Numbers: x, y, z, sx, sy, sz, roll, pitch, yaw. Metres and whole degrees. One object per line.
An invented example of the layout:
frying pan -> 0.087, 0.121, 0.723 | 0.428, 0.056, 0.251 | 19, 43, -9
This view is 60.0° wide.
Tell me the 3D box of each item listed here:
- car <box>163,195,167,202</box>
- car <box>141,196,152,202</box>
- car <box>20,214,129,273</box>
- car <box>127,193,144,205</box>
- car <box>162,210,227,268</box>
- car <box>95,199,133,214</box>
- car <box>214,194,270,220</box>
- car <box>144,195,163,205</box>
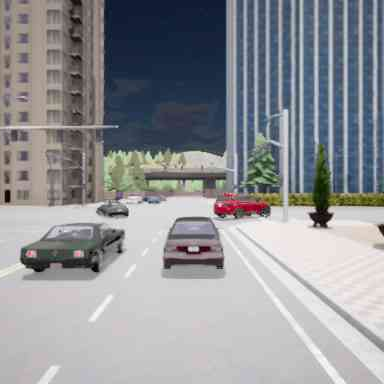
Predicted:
car -> -7.059, 1.389, 77.041 | 2.097, 1.767, 4.553 | 0, 0, 0
car -> -10.559, 1.629, 76.957 | 1.895, 1.301, 4.718 | 0, 0, 0
car -> -3.446, 1.606, 10.702 | 1.895, 1.301, 4.718 | 0, 0, 0
car -> -10.576, 1.250, 61.750 | 2.150, 2.045, 5.566 | 0, 0, 0
car -> 0.055, 1.553, 11.292 | 2.033, 1.411, 5.357 | 0, 0, 0
car -> -7.524, 1.579, 31.068 | 1.994, 1.385, 4.181 | 0, 0, -34
car -> 4.405, 1.234, 28.841 | 5.566, 2.045, 2.150 | 0, -2, -39
car -> -7.079, 1.507, 61.861 | 1.882, 1.535, 5.008 | 0, 0, 1
